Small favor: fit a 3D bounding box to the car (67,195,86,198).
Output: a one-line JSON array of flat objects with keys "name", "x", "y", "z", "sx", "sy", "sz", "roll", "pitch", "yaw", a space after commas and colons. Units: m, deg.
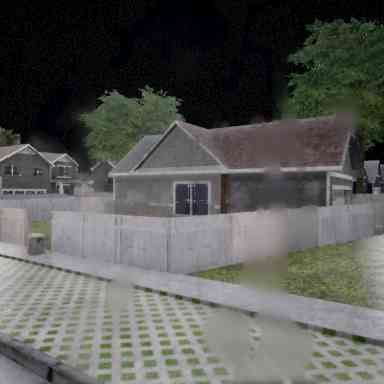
[{"name": "car", "x": -12.766, "y": 1.165, "z": 36.194, "sx": 1.837, "sy": 1.490, "sz": 4.892, "roll": 1, "pitch": 1, "yaw": 34}]
